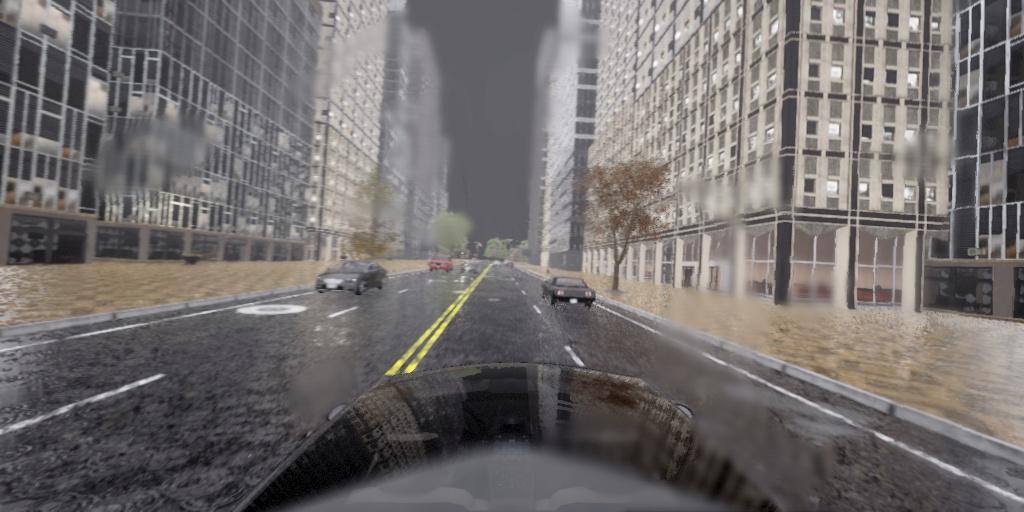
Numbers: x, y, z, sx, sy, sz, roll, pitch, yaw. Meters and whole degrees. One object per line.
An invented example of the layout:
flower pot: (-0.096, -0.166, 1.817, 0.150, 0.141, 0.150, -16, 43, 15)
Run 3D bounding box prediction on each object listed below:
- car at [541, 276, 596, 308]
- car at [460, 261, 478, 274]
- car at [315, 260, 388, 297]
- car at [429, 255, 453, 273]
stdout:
car: (2.545, 1.635, 17.429, 1.895, 1.301, 4.718, 3, -1, -2)
car: (-5.034, 1.311, 42.469, 2.128, 1.511, 4.902, 3, -1, -2)
car: (-7.252, 0.949, 16.722, 2.128, 1.511, 4.902, 3, 0, -2)
car: (-8.262, 0.867, 42.359, 2.150, 2.045, 5.566, 3, -1, -2)
